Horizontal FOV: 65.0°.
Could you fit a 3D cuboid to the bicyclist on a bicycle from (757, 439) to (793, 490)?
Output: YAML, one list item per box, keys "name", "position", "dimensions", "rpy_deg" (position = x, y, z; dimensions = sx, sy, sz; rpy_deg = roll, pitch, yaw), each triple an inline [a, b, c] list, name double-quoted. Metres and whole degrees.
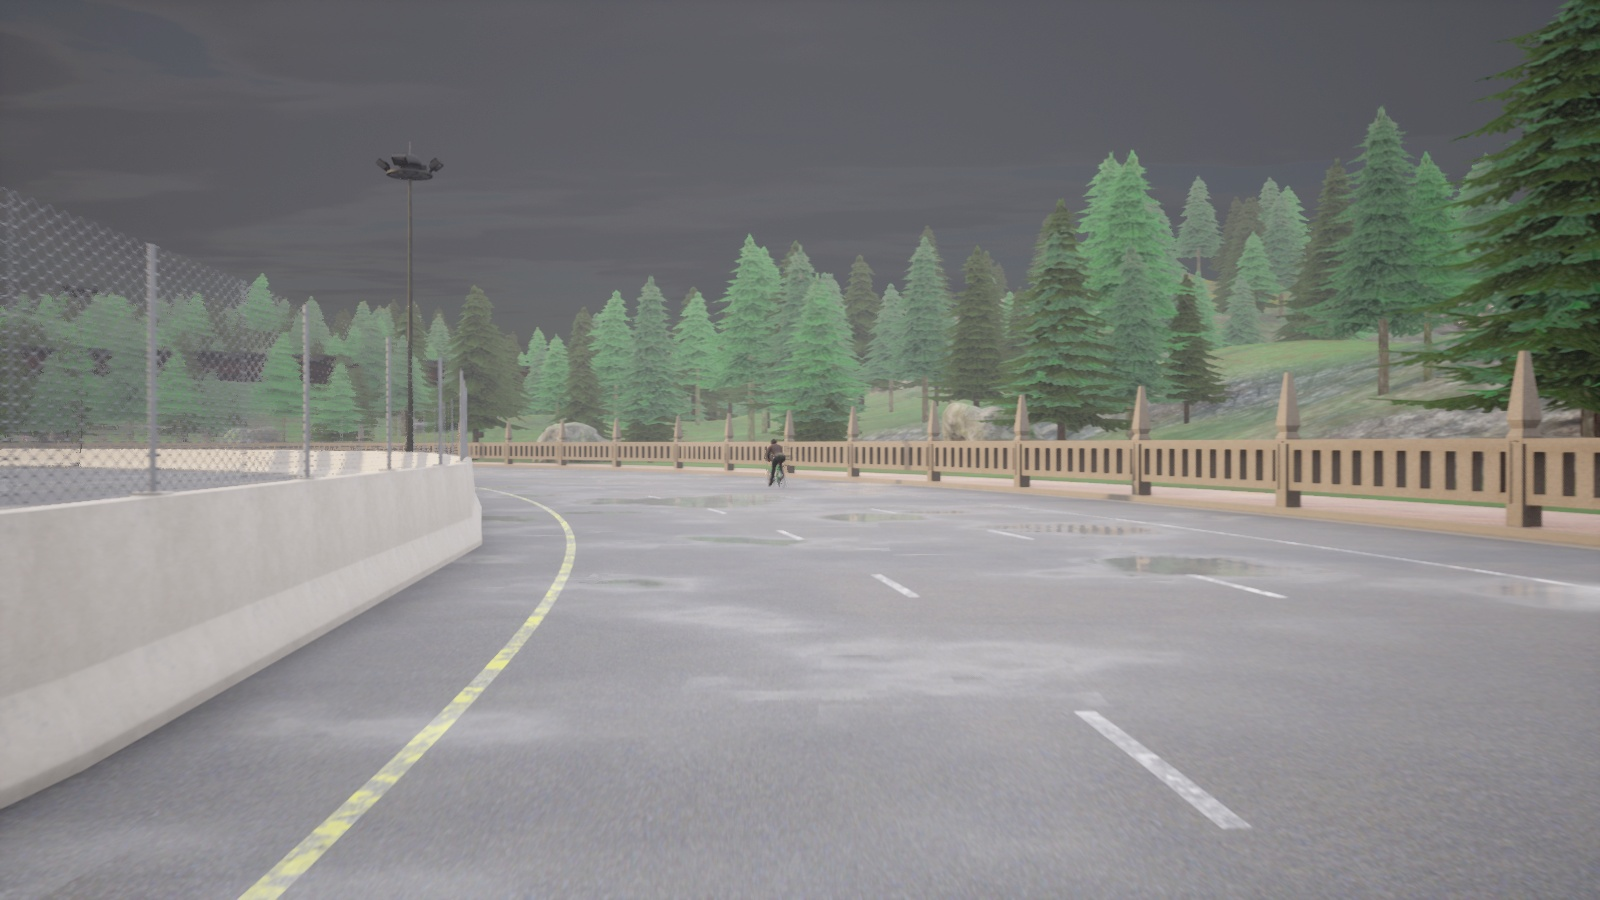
- name: "bicyclist on a bicycle"
  position: [-0.825, 0.468, 40.888]
  dimensions: [0.582, 1.620, 1.656]
  rpy_deg: [-1, 0, -22]
